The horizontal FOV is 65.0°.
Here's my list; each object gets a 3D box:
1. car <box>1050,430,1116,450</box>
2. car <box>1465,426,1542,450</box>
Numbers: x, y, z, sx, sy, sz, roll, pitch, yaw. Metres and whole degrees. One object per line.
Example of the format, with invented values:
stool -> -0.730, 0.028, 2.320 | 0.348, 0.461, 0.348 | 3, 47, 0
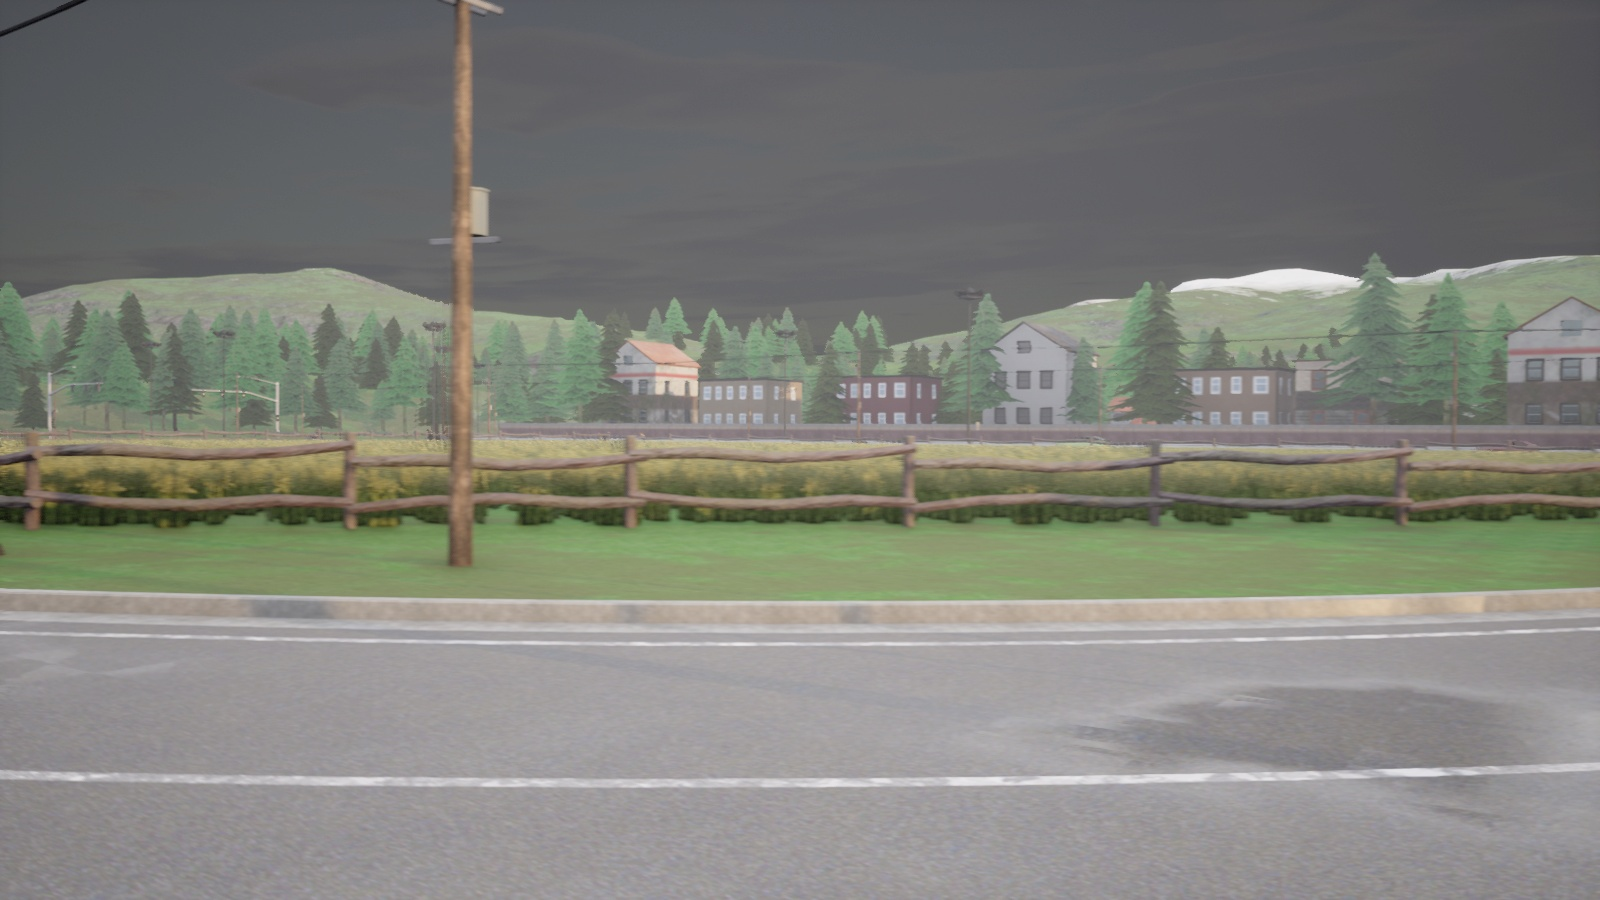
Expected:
car -> 21.749, -0.786, 96.644 | 4.514, 1.525, 2.007 | 0, 1, 34
car -> 45.303, -0.759, 80.839 | 4.193, 1.474, 1.816 | 0, 1, 34
